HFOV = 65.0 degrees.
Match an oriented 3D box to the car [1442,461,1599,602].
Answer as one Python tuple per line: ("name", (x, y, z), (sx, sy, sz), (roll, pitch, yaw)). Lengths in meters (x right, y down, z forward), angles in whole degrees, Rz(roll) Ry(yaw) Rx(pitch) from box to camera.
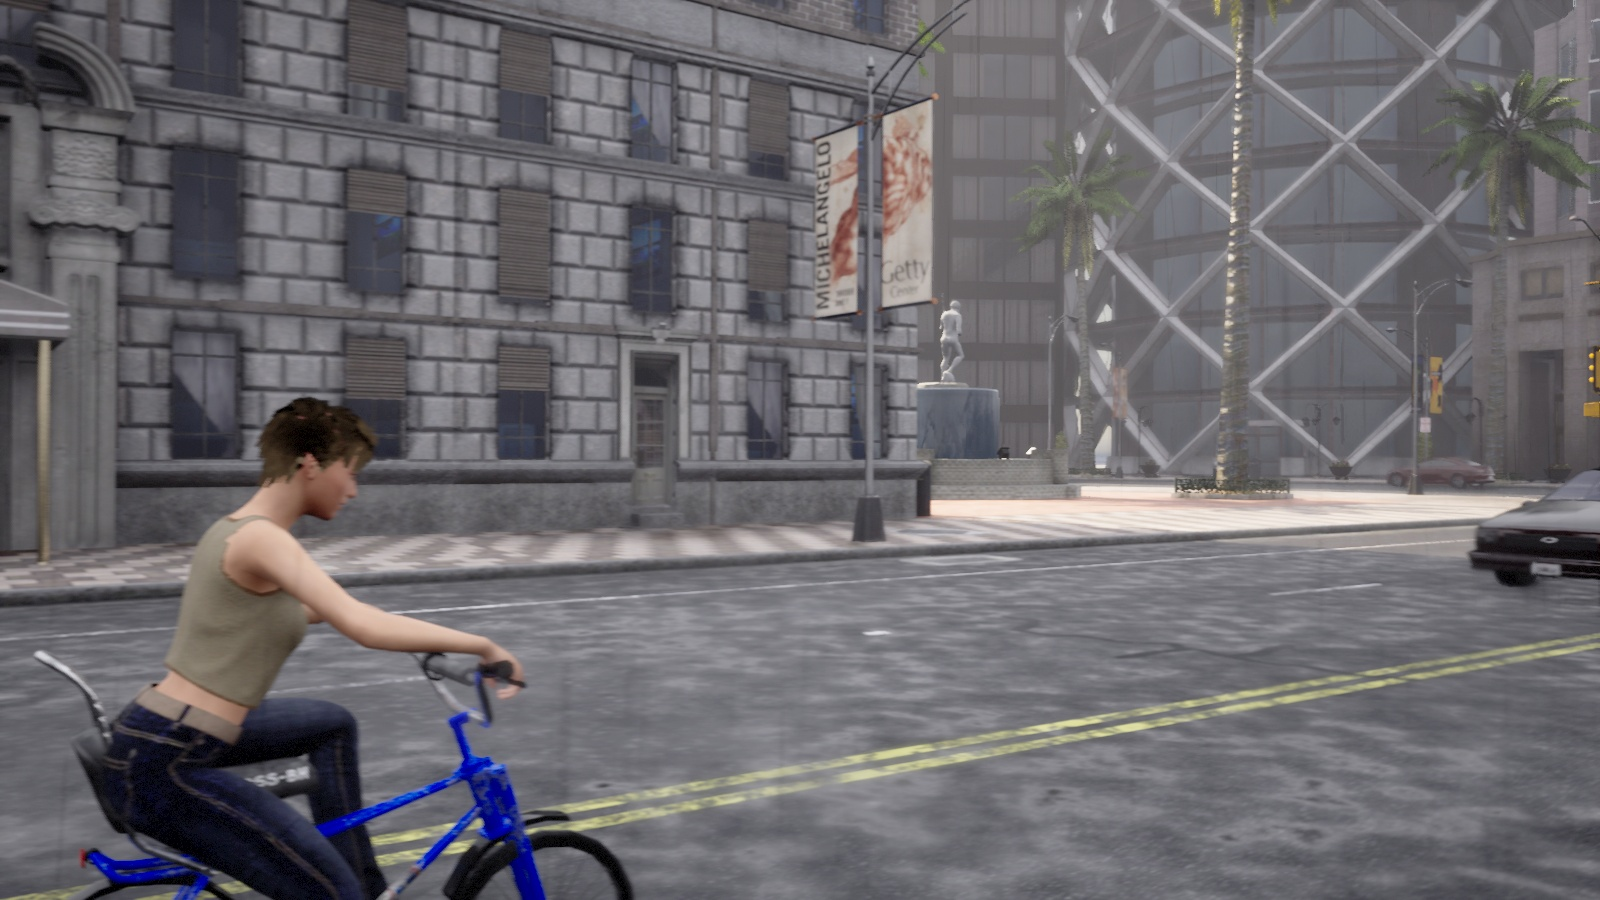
("car", (9.931, 0.837, 14.703), (5.357, 1.411, 2.033), (0, 0, -35))

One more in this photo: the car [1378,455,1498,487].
("car", (29.647, 0.957, 58.480), (1.812, 1.442, 4.674), (0, 0, -37))

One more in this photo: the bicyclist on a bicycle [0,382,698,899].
("bicyclist on a bicycle", (-1.106, 0.692, 2.861), (1.509, 1.612, 0.866), (0, 0, -35))
